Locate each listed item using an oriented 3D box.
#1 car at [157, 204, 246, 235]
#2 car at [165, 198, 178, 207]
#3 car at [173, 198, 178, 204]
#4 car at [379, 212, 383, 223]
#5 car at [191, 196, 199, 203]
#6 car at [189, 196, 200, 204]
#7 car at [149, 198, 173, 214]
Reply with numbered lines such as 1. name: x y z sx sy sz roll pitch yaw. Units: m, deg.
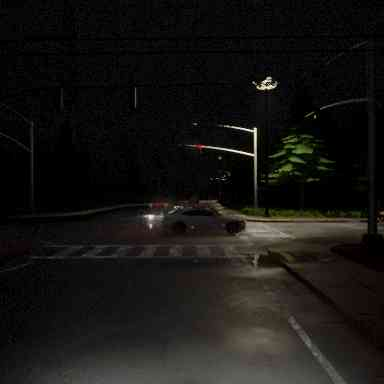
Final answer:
1. car: 0.641 1.584 18.657 4.674 1.442 1.812 0 0 1
2. car: -3.448 1.729 57.102 1.994 1.385 4.181 0 0 1
3. car: -3.552 1.632 47.102 2.128 1.511 4.902 0 0 0
4. car: 15.165 1.484 22.084 5.008 1.535 1.882 0 0 1
5. car: 0.708 1.631 75.730 1.837 1.490 4.892 0 0 2
6. car: 0.379 1.691 65.423 1.812 1.442 4.674 0 0 2
7. car: -3.577 1.468 37.301 2.097 1.767 4.553 0 0 0
